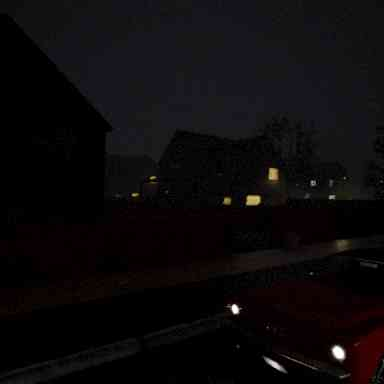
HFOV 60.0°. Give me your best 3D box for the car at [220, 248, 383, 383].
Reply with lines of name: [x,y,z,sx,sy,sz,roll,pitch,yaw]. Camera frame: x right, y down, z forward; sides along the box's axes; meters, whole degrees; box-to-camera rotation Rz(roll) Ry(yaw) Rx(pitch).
car: [2.723,1.631,5.009,4.718,1.301,1.895,0,0,-35]
